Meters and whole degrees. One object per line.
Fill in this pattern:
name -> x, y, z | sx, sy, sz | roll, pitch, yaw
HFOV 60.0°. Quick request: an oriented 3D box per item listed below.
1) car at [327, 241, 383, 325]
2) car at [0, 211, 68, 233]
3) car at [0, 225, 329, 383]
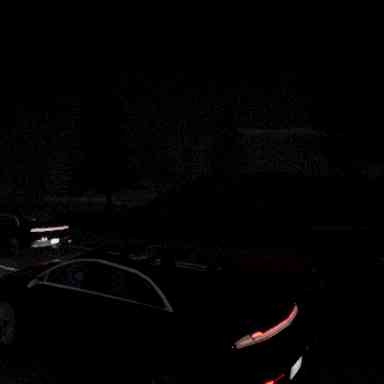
car -> 2.851, 1.601, 6.253 | 4.718, 1.301, 1.895 | 0, 0, 35
car -> -6.771, 1.499, 13.023 | 4.902, 1.511, 2.128 | 0, 0, 35
car -> -0.956, 1.494, 4.658 | 4.902, 1.511, 2.128 | 0, 0, 35
